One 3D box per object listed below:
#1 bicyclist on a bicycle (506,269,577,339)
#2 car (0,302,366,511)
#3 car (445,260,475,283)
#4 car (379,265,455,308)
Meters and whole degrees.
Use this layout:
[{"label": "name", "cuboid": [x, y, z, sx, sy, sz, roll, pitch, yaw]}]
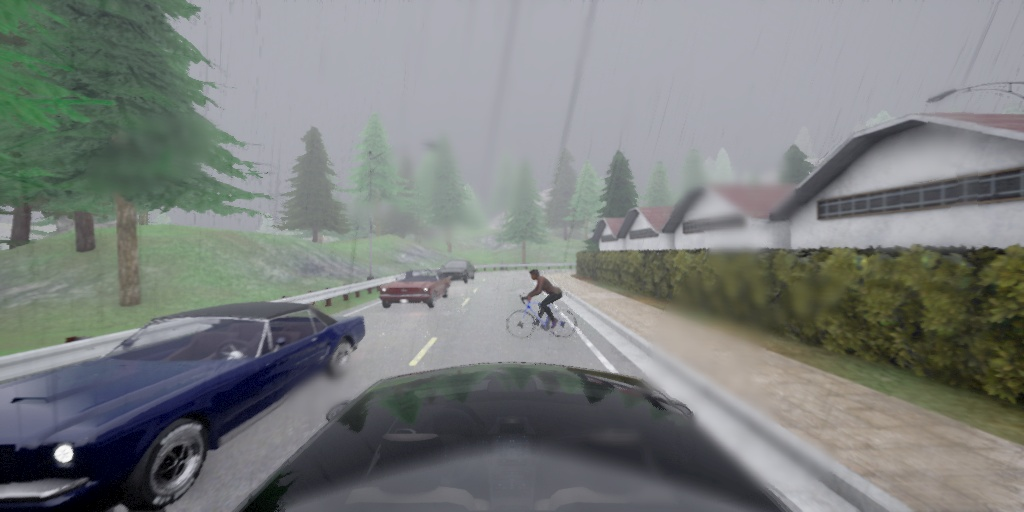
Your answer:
[{"label": "bicyclist on a bicycle", "cuboid": [0.683, 1.120, 8.320, 1.656, 1.620, 0.582, -1, 1, -1]}, {"label": "car", "cuboid": [-3.618, 1.331, 4.431, 1.895, 1.301, 4.718, 0, 1, -1]}, {"label": "car", "cuboid": [-3.759, 0.998, 25.034, 1.882, 1.535, 5.008, 0, 1, 2]}, {"label": "car", "cuboid": [-3.745, 1.229, 14.570, 1.895, 1.301, 4.718, 0, 1, -1]}]
